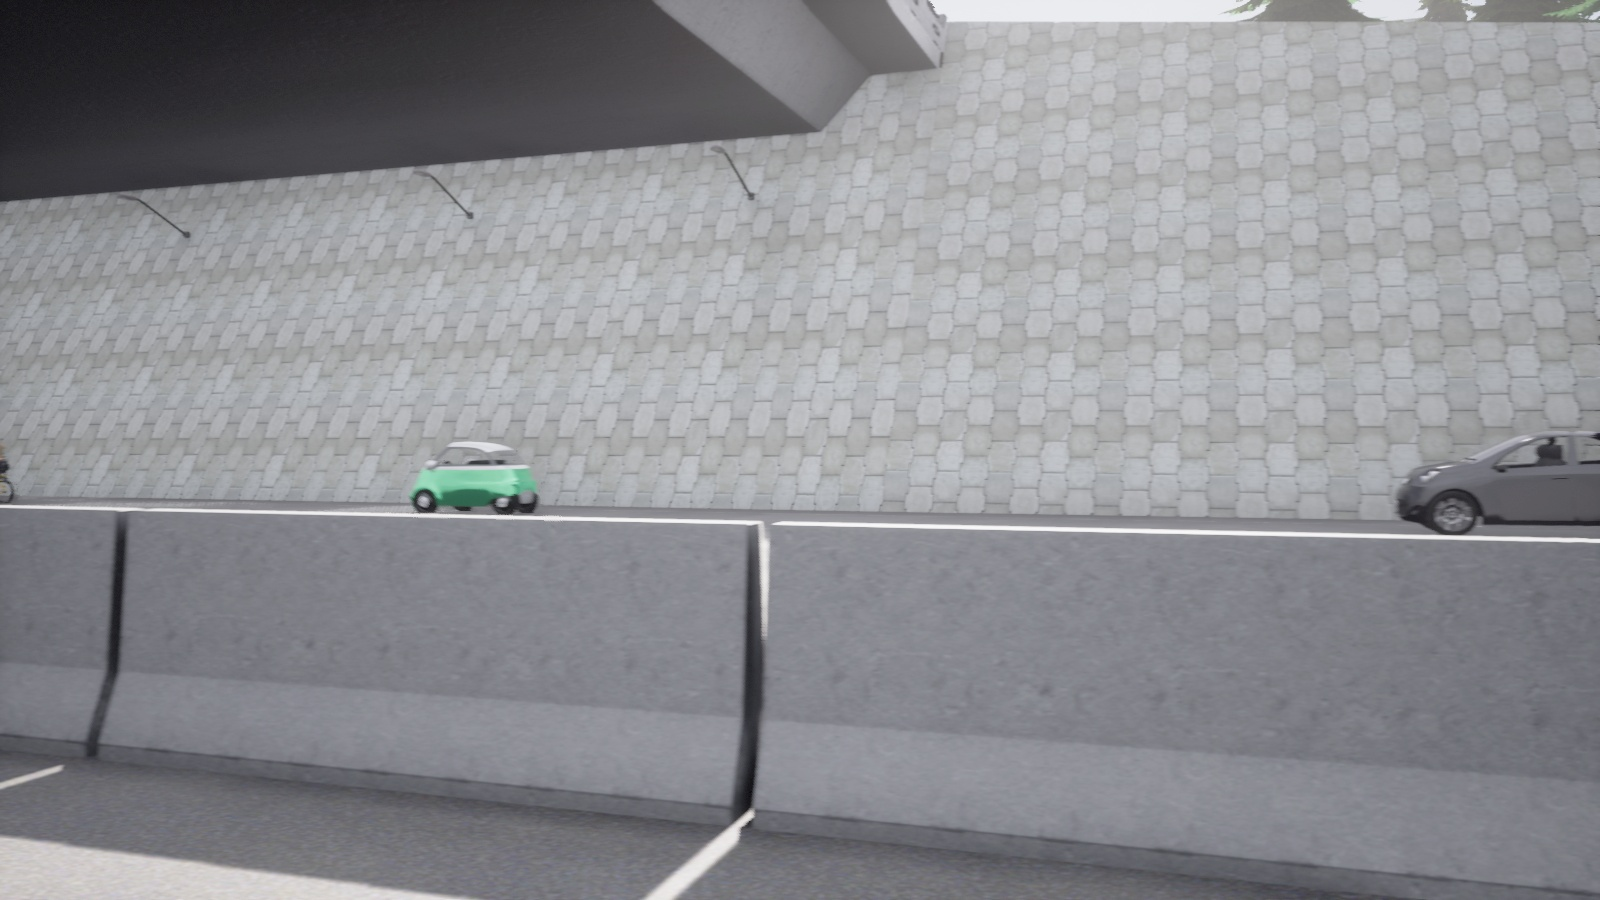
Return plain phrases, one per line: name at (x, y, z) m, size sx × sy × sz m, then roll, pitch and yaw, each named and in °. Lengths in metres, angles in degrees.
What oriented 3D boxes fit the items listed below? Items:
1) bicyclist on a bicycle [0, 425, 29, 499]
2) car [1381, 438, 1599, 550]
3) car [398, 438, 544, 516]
bicyclist on a bicycle at (-17.966, 0.252, 27.693) m, size 1.509 × 1.612 × 0.866 m, roll 1°, pitch 1°, yaw 19°
car at (10.489, 0.587, 18.127) m, size 3.633 × 1.501 × 1.845 m, roll 0°, pitch 1°, yaw 19°
car at (-6.204, 0.477, 23.743) m, size 2.207 × 1.376 × 1.481 m, roll 1°, pitch 1°, yaw 19°
